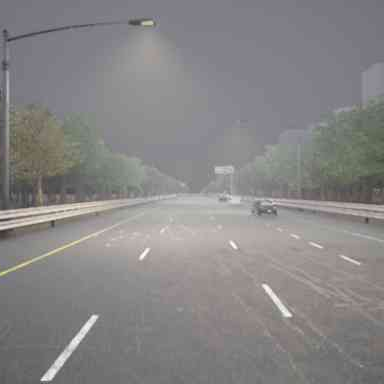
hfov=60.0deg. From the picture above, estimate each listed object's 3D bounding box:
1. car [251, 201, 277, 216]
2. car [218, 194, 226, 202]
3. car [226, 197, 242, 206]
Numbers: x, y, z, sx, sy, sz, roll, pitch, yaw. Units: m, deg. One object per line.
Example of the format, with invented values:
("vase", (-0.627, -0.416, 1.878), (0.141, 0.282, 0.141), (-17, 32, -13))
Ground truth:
("car", (7.069, 1.578, 32.680), (1.812, 1.442, 4.674), (0, 0, 0))
("car", (7.378, 1.622, 79.964), (1.882, 1.535, 5.008), (0, 0, 1))
("car", (7.188, 1.626, 55.456), (1.812, 1.442, 4.674), (0, 0, 0))
